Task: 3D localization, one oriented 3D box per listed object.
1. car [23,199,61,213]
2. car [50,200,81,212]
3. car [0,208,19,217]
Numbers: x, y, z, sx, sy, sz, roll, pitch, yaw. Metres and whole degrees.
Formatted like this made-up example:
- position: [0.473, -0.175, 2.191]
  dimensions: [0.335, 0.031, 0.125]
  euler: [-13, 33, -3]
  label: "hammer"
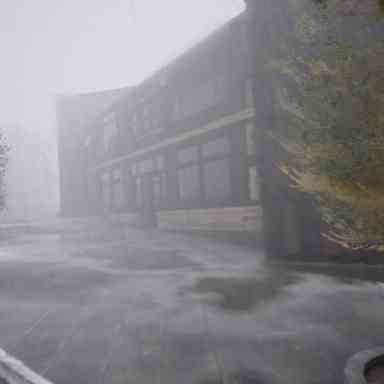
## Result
- position: [-23.232, 2.114, 50.868]
  dimensions: [2.435, 2.045, 5.566]
  euler: [-4, -1, 14]
  label: "car"
- position: [-21.415, 2.334, 56.583]
  dimensions: [2.097, 1.535, 5.008]
  euler: [-4, -1, 20]
  label: "car"
- position: [-21.209, 2.089, 36.614]
  dimensions: [2.033, 1.411, 5.357]
  euler: [-4, -1, -2]
  label: "car"
